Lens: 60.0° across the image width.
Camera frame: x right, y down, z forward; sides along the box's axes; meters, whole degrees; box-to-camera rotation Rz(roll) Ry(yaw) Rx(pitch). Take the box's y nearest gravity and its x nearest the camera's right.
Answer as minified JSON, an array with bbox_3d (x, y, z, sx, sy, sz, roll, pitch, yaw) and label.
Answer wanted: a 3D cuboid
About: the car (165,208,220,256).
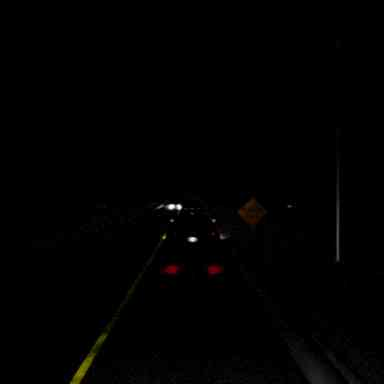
[{"bbox_3d":[0.037,1.563,13.197,1.994,1.385,4.181,0,0,0],"label":"car"}]

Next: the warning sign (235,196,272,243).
[{"bbox_3d":[2.513,1.113,13.771,1.300,1.860,1.060,0,0,0],"label":"warning sign"}]

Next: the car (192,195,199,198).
[{"bbox_3d":[0.892,1.570,88.779,1.812,1.442,4.674,0,0,0],"label":"car"}]

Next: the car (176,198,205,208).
[{"bbox_3d":[0.022,1.491,27.966,2.128,1.511,4.902,0,0,0],"label":"car"}]

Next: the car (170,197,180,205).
[{"bbox_3d":[-2.835,1.613,59.161,1.895,1.301,4.718,0,0,1],"label":"car"}]
